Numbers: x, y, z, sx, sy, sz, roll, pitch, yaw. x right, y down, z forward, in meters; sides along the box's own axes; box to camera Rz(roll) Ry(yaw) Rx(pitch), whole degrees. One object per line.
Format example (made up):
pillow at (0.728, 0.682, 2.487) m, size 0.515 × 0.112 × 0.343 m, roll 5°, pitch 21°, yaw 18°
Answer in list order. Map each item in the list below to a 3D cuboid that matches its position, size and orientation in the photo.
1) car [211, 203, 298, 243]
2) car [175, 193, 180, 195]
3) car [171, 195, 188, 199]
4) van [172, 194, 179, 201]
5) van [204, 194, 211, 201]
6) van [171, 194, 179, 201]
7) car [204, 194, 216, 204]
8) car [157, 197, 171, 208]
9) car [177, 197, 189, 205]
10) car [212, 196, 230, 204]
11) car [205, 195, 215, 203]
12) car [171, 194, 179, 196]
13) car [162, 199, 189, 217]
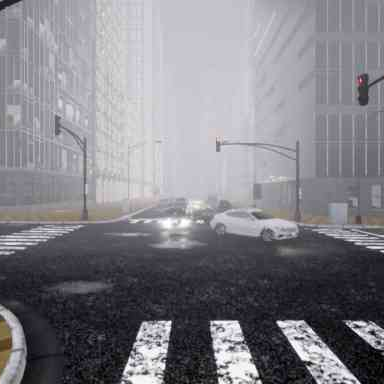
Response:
car at (2.998, 1.574, 16.761) m, size 1.812 × 1.442 × 4.674 m, roll -1°, pitch 1°, yaw -44°
car at (-4.145, 1.426, 74.922) m, size 1.967 × 1.590 × 4.097 m, roll 0°, pitch 0°, yaw 0°
car at (-1.549, 1.517, 45.504) m, size 1.837 × 1.490 × 4.892 m, roll 0°, pitch 0°, yaw 0°
van at (-4.191, 1.315, 85.976) m, size 1.690 × 1.788 × 3.998 m, roll 0°, pitch 0°, yaw 0°
van at (3.712, 1.321, 80.482) m, size 1.690 × 1.788 × 3.998 m, roll 0°, pitch 0°, yaw 0°
van at (-4.168, 1.321, 80.449) m, size 1.690 × 1.788 × 3.998 m, roll 0°, pitch 0°, yaw 0°
car at (3.783, 1.313, 63.899) m, size 2.192 × 1.841 × 5.009 m, roll 0°, pitch 0°, yaw 0°
car at (-4.027, 1.593, 47.283) m, size 1.802 × 1.307 × 4.206 m, roll 0°, pitch 0°, yaw 0°
car at (-1.581, 1.602, 60.004) m, size 1.895 × 1.301 × 4.718 m, roll 0°, pitch 0°, yaw 0°
car at (3.926, 1.579, 41.791) m, size 1.947 × 1.339 × 4.313 m, roll 0°, pitch 0°, yaw 0°
car at (3.759, 1.432, 69.428) m, size 1.967 × 1.590 × 4.097 m, roll 0°, pitch 0°, yaw 0°
car at (-4.097, 1.564, 63.866) m, size 1.947 × 1.339 × 4.313 m, roll 0°, pitch 0°, yaw 0°
car at (-1.499, 1.618, 31.860) m, size 1.895 × 1.301 × 4.718 m, roll 0°, pitch 0°, yaw 0°
